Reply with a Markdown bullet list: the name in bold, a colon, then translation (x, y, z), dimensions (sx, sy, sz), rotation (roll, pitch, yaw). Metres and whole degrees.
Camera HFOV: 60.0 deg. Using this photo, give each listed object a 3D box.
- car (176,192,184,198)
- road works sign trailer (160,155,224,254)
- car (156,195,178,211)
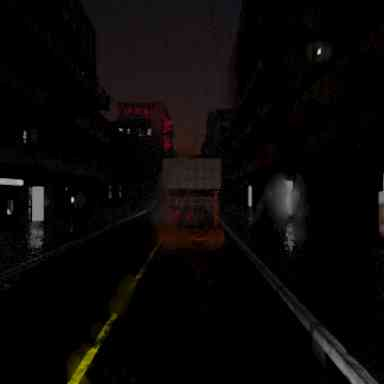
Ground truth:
- **car**: translation (-2.742, 0.779, 76.886), dimensions (1.812, 1.442, 4.674), rotation (0, 0, 0)
- **road works sign trailer**: translation (0.002, 0.353, 12.946), dimensions (2.380, 3.560, 2.880), rotation (0, 0, 0)
- **car**: translation (-2.843, 1.354, 36.165), dimensions (1.895, 1.301, 4.718), rotation (0, 0, 0)
